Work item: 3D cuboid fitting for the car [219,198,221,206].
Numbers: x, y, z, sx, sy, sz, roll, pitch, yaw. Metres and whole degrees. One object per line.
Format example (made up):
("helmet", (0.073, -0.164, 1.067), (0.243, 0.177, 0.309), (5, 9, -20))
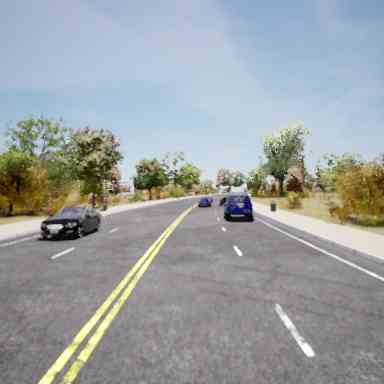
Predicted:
("car", (5.405, 1.453, 54.313), (1.837, 1.490, 4.892), (0, 0, 4))

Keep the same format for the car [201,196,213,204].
("car", (2.927, 1.492, 63.505), (1.994, 1.385, 4.181), (0, 0, 6))

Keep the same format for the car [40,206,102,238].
("car", (-6.264, 1.533, 17.711), (2.128, 1.511, 4.902), (0, 0, 1))

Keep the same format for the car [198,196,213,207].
("car", (1.975, 1.485, 50.389), (1.812, 1.442, 4.674), (0, 0, 4))

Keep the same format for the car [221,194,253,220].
("car", (3.917, 1.217, 28.471), (2.150, 2.045, 5.566), (0, 0, 3))
